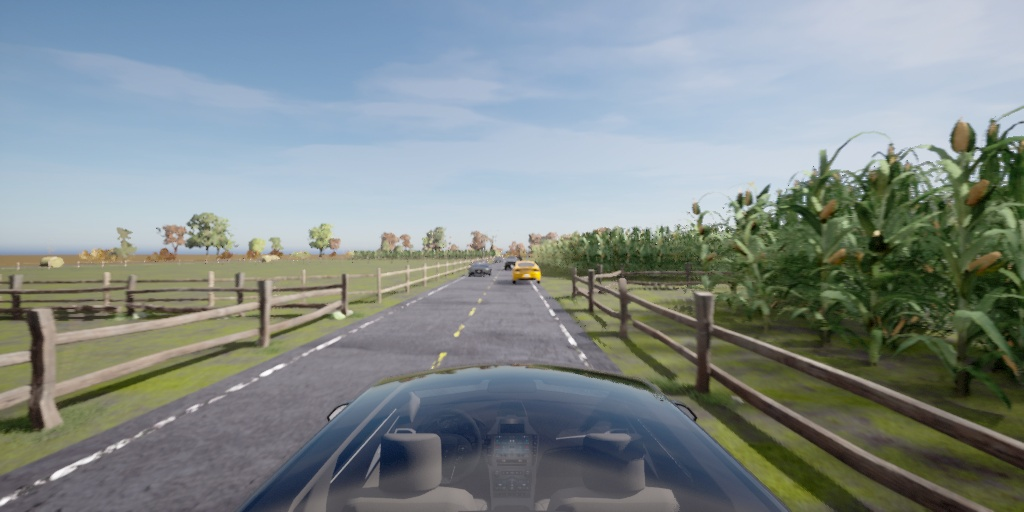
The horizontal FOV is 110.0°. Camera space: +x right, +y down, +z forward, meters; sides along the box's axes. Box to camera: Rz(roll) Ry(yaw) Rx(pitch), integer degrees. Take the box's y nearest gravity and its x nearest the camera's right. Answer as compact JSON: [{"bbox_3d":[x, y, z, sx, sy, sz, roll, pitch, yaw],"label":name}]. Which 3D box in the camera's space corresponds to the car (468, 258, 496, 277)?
[{"bbox_3d":[-2.841,1.142,32.775,1.994,1.385,4.181,0,0,0],"label":"car"}]

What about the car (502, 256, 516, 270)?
[{"bbox_3d":[0.019,0.983,46.150,1.882,1.535,5.008,0,0,1],"label":"car"}]

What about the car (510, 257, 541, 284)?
[{"bbox_3d":[0.963,1.095,25.681,1.882,1.535,5.008,0,0,0],"label":"car"}]
